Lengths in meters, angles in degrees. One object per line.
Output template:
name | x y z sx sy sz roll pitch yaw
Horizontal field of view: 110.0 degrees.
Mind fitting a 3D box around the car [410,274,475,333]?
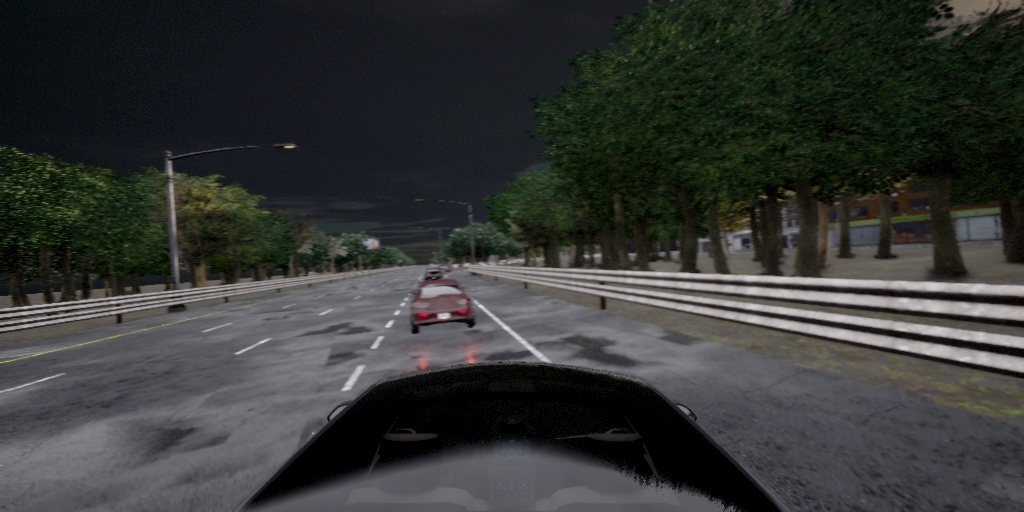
car | -2.355 1.497 11.903 1.812 1.442 4.674 -4 0 -13

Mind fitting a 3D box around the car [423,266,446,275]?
car | -8.373 2.048 38.255 1.837 1.490 4.892 -4 0 -13
